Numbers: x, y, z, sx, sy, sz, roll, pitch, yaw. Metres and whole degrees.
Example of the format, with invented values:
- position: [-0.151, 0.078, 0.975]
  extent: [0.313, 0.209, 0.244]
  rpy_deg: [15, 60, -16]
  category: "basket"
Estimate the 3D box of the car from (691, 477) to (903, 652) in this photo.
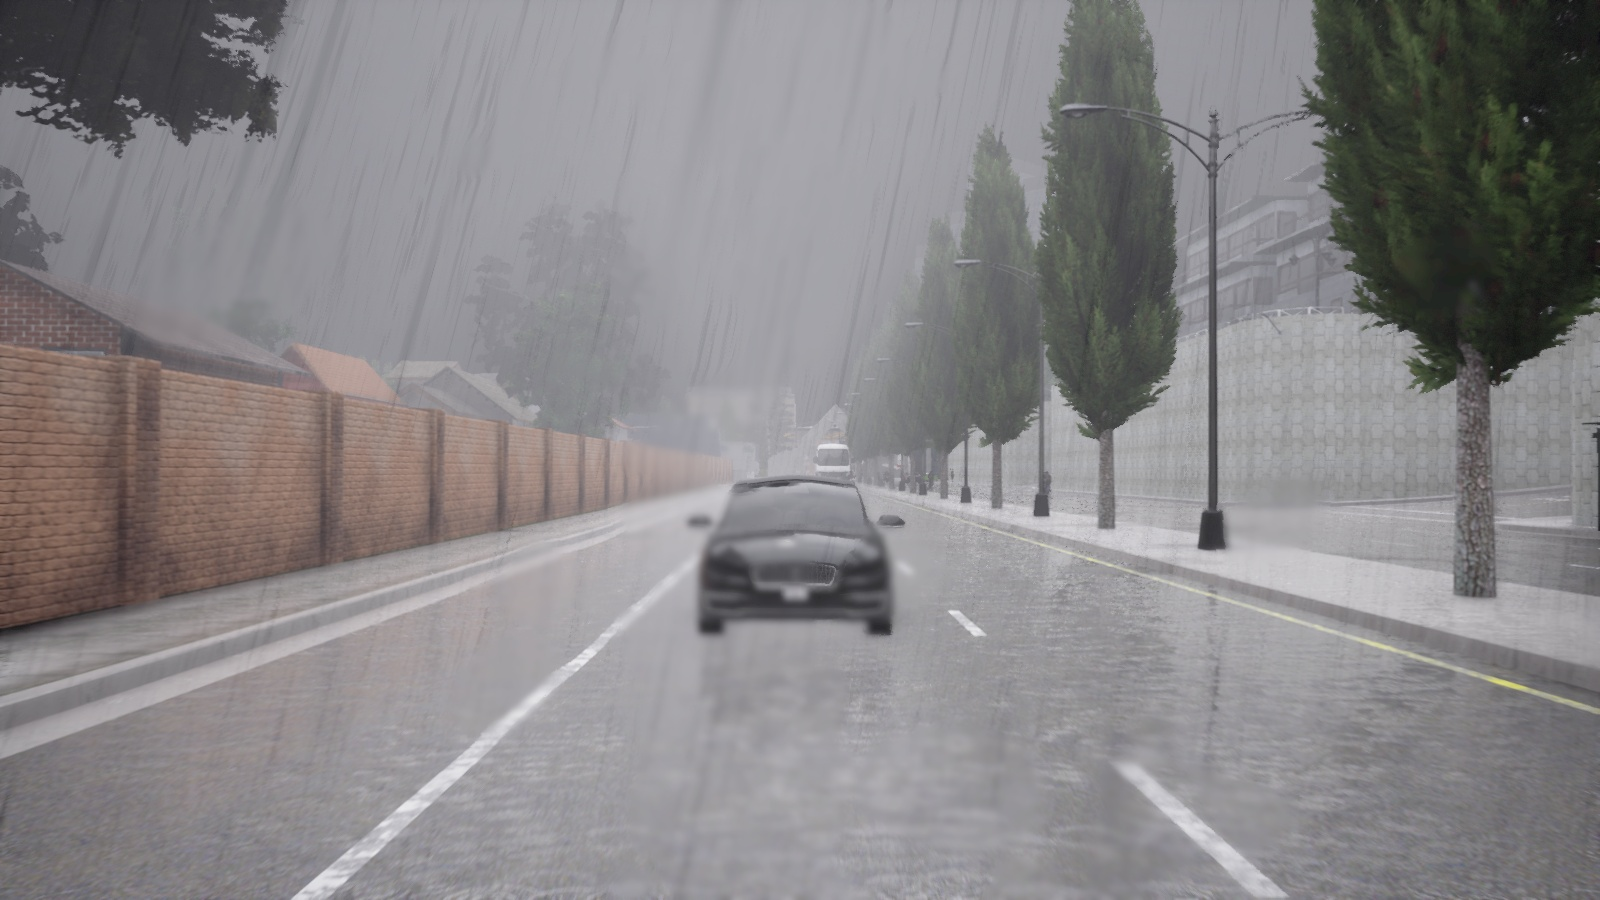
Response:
- position: [-0.033, 1.043, 13.367]
  extent: [1.837, 1.490, 4.892]
  rpy_deg: [0, -1, 0]
  category: "car"
